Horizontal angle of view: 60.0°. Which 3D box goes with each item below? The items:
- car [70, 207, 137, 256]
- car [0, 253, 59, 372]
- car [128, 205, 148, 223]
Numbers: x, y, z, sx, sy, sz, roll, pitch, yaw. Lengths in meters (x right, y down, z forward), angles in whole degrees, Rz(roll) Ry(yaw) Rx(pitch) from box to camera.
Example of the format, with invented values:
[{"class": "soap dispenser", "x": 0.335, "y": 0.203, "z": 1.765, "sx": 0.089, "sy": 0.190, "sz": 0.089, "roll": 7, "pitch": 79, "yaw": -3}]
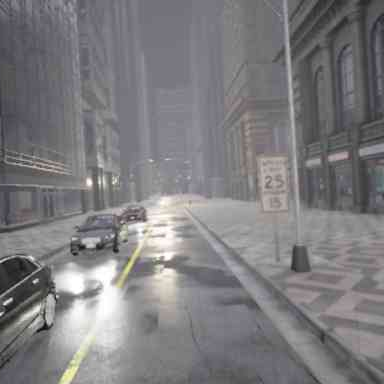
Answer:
[{"class": "car", "x": -3.917, "y": 1.726, "z": 14.692, "sx": 2.128, "sy": 1.511, "sz": 4.902, "roll": -3, "pitch": 0, "yaw": -4}, {"class": "car", "x": -3.264, "y": 1.701, "z": 4.341, "sx": 1.837, "sy": 1.490, "sz": 4.892, "roll": -3, "pitch": 0, "yaw": -5}, {"class": "car", "x": -4.777, "y": 1.829, "z": 28.012, "sx": 1.994, "sy": 1.385, "sz": 4.181, "roll": -3, "pitch": 0, "yaw": -4}]
